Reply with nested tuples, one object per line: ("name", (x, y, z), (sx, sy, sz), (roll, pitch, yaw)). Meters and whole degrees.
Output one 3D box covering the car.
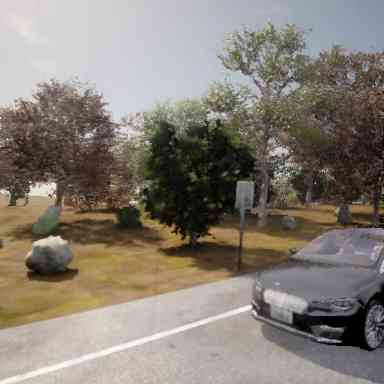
("car", (3.176, 1.498, 6.334), (4.902, 1.511, 2.128), (0, 0, -39))
